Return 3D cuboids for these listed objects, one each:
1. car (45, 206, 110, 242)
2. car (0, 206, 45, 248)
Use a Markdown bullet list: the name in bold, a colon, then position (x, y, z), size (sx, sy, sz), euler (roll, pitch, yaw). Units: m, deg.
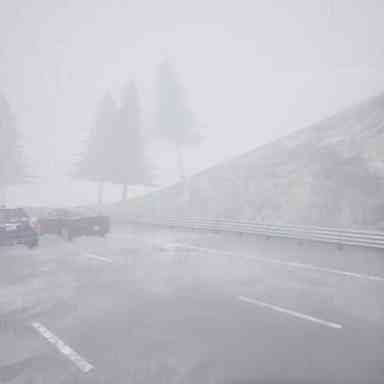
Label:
- **car**: position (-6.020, 1.440, 16.452), size (5.008, 1.535, 1.882), euler (0, 1, 44)
- **car**: position (-8.143, 1.361, 13.640), size (4.553, 1.767, 2.097), euler (-1, 0, 44)
